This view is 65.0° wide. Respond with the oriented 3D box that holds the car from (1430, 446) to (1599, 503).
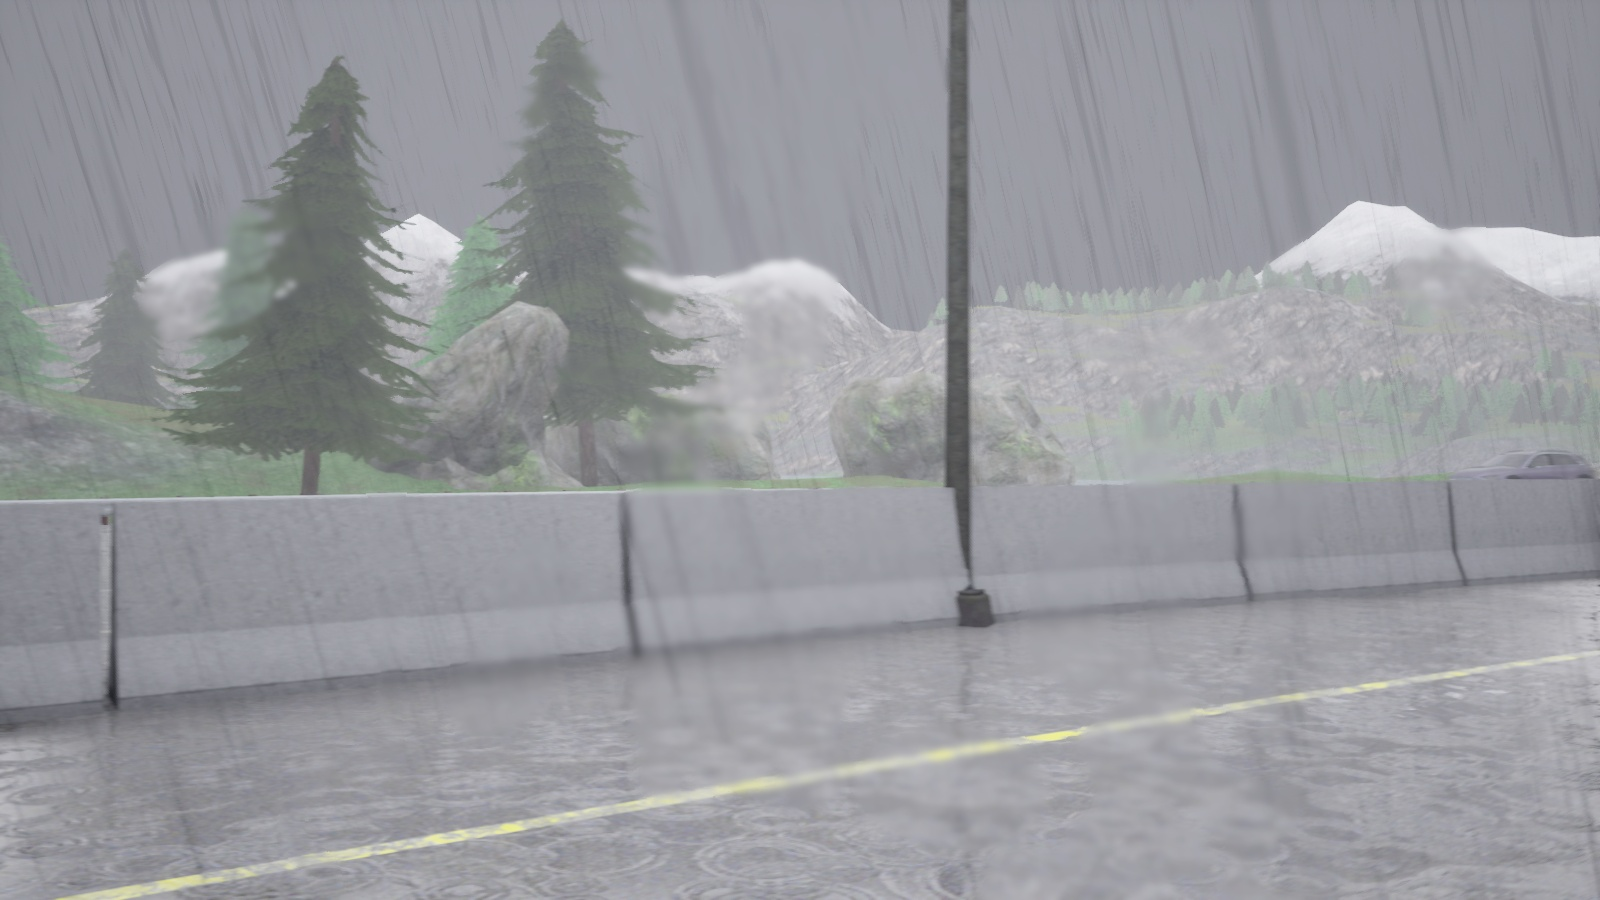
[{"bbox_3d":[21.813,0.715,38.099,4.856,1.649,2.033,0,0,-20],"label":"car"}]
